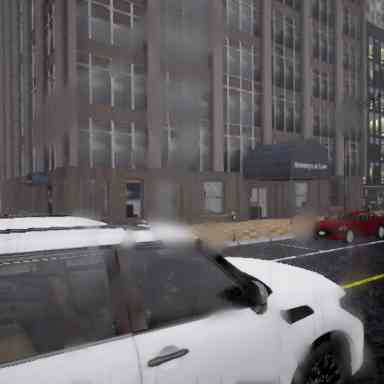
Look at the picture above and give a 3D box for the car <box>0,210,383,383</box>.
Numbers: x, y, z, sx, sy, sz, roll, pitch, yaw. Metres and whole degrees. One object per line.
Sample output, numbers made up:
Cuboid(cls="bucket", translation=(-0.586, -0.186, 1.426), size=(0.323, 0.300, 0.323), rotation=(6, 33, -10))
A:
Cuboid(cls="car", translation=(-0.833, 1.224, 2.841), size=(5.566, 2.045, 2.150), rotation=(0, 0, -35))
